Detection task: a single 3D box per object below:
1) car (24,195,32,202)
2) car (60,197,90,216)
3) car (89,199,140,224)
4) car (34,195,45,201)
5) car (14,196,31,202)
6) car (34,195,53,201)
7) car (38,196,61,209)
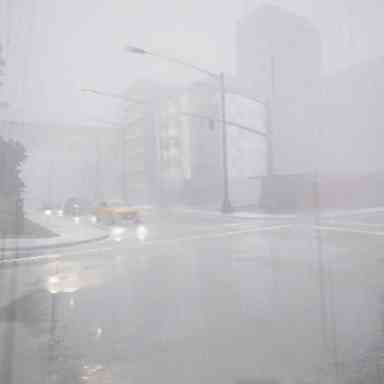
[{"bbox_3d":[-37.206,1.649,73.041,2.038,1.542,4.974,-2,1,-8],"label":"car"},{"bbox_3d":[-10.622,1.229,31.503,2.097,1.767,4.553,-3,1,-32],"label":"car"},{"bbox_3d":[-5.298,1.291,23.173,1.882,1.535,5.008,-3,1,-33],"label":"car"},{"bbox_3d":[-33.538,1.477,75.020,4.974,1.542,2.038,-1,1,37],"label":"car"},{"bbox_3d":[-37.220,1.491,73.089,1.853,1.218,4.536,-2,1,-8],"label":"car"},{"bbox_3d":[-33.586,1.320,75.049,4.536,1.218,1.853,-1,1,37],"label":"car"},{"bbox_3d":[-18.699,1.572,44.269,1.895,1.301,4.718,-3,1,-32],"label":"car"}]
